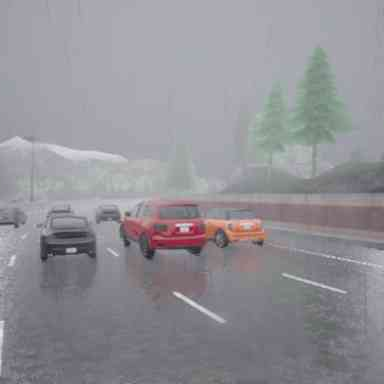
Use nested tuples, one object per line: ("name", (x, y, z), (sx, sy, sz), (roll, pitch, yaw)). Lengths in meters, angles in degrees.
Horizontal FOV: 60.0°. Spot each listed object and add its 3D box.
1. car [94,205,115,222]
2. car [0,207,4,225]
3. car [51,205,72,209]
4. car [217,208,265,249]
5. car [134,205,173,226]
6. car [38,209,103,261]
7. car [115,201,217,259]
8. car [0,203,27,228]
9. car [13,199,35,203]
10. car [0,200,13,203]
("car", (-6.895, 1.791, 27.234), (1.837, 1.490, 4.892), (0, 0, -18))
("car", (-8.003, 1.463, 11.381), (2.097, 1.767, 4.553), (0, -1, -24))
("car", (-10.184, 1.758, 26.034), (2.128, 1.511, 4.902), (0, 0, -18))
("car", (1.451, 1.526, 15.954), (2.097, 1.767, 4.553), (0, -1, -24))
("car", (-3.312, 1.839, 27.500), (2.033, 1.411, 5.357), (0, -1, -19))
("car", (-4.888, 1.641, 12.975), (1.837, 1.490, 4.892), (0, 0, -24))
("car", (-1.373, 1.371, 13.661), (2.150, 2.045, 5.566), (0, 0, -25))
("car", (-13.179, 1.786, 23.910), (2.033, 1.411, 5.357), (0, -1, -19))
("car", (-31.681, 2.114, 63.544), (1.882, 1.535, 5.008), (0, -1, -4))
("car", (-35.197, 2.171, 63.626), (2.033, 1.411, 5.357), (0, -1, -4))
